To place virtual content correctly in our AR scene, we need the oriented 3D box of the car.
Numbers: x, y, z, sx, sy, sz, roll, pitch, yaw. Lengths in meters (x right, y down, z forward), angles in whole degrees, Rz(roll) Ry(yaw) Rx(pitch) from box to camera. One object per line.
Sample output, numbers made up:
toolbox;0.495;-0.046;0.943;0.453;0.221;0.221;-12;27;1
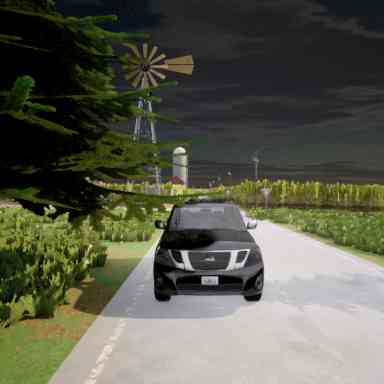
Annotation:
car;0.333;1.221;8.675;2.150;2.045;5.566;0;0;0
